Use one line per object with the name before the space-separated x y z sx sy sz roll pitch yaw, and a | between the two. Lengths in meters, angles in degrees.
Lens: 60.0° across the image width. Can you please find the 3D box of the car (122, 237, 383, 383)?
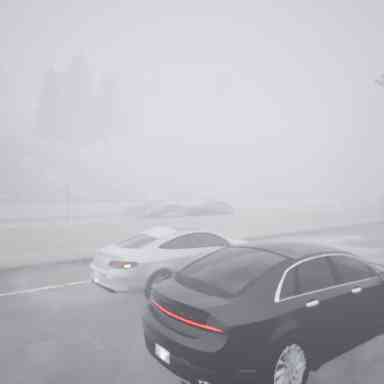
car | 1.625 1.514 5.078 4.892 1.490 1.837 0 0 -36

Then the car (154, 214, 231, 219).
car | 0.159 1.591 21.780 5.357 1.411 2.033 0 0 -38

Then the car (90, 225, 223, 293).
car | -0.091 1.543 8.159 4.674 1.442 1.812 0 0 -37

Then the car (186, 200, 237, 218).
car | 1.911 1.566 31.995 4.892 1.490 1.837 0 0 -38
